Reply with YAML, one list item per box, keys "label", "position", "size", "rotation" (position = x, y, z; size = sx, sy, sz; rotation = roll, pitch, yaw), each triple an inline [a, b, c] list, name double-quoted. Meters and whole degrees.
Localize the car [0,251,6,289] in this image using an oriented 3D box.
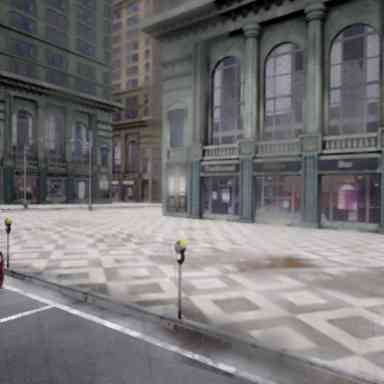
- label: "car"
  position: [-5.726, 1.394, 7.068]
  size: [4.507, 1.381, 1.887]
  rotation: [1, 1, 35]
